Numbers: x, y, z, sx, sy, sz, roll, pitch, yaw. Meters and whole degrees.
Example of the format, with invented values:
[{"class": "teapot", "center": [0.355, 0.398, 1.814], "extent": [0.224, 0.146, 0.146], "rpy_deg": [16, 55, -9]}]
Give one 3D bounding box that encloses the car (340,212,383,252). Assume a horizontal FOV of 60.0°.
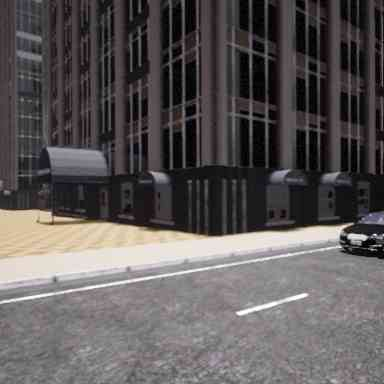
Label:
[{"class": "car", "center": [7.835, 1.549, 13.266], "extent": [4.902, 1.511, 2.128], "rpy_deg": [0, 0, -35]}]
